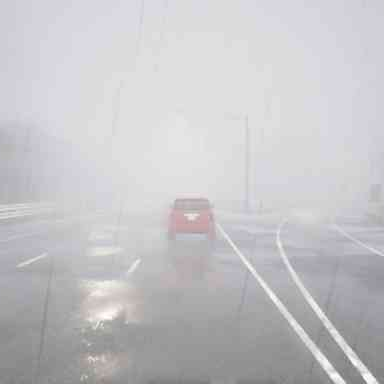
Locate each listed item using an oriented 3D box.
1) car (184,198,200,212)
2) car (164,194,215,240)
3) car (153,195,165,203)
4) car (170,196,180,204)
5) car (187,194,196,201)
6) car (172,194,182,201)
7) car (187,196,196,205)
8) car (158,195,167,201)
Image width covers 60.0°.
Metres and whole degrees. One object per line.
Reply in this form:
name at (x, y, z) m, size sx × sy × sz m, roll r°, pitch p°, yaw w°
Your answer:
car at (-0.032, 1.511, 41.256) m, size 1.882 × 1.535 × 5.008 m, roll 0°, pitch 0°, yaw 0°
car at (-0.015, 1.232, 17.038) m, size 2.150 × 2.045 × 5.566 m, roll 0°, pitch 0°, yaw 0°
car at (-7.055, 1.462, 70.085) m, size 2.097 × 1.767 × 4.553 m, roll 0°, pitch 0°, yaw 0°
car at (-3.555, 1.583, 69.701) m, size 1.882 × 1.535 × 5.008 m, roll 0°, pitch 0°, yaw 0°
car at (-0.063, 1.351, 80.512) m, size 2.097 × 1.767 × 4.553 m, roll 0°, pitch 0°, yaw 0°
car at (-3.563, 1.332, 80.094) m, size 2.097 × 1.767 × 4.553 m, roll 0°, pitch 0°, yaw 0°
car at (-0.066, 1.684, 67.037) m, size 1.812 × 1.442 × 4.674 m, roll 0°, pitch 1°, yaw -1°
car at (-7.063, 1.500, 80.121) m, size 1.812 × 1.442 × 4.674 m, roll 0°, pitch 0°, yaw 0°
